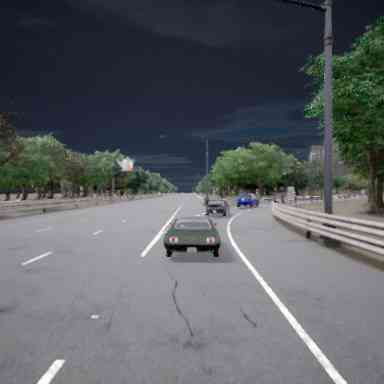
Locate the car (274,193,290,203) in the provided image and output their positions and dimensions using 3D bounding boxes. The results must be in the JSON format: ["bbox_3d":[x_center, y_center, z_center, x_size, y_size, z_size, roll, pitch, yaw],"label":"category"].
[{"bbox_3d":[17.617,1.192,63.372,2.150,2.045,5.566,0,0,38],"label":"car"}]

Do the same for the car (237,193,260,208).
[{"bbox_3d":[8.089,1.222,47.630,2.150,2.045,5.566,0,0,25],"label":"car"}]

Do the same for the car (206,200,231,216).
[{"bbox_3d":[2.585,1.496,31.967,1.837,1.490,4.892,-1,0,14],"label":"car"}]

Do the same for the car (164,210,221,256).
[{"bbox_3d":[0.069,1.597,13.070,1.895,1.301,4.718,0,0,2],"label":"car"}]
